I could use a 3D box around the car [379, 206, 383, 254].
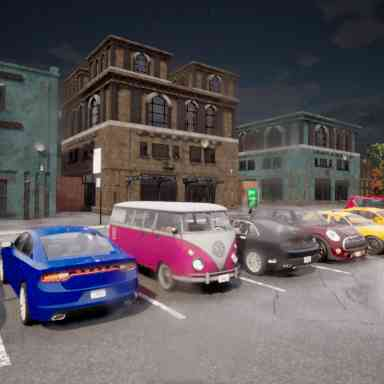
[{"bbox_3d":[6.218,1.478,13.678,1.946,1.575,5.366,0,0,-36],"label":"car"}]

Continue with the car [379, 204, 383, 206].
[{"bbox_3d":[8.370,1.481,15.453,2.097,1.535,5.008,0,0,-36],"label":"car"}]

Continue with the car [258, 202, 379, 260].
[{"bbox_3d":[3.930,1.356,12.308,2.185,1.767,4.553,0,0,-36],"label":"car"}]

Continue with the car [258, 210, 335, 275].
[{"bbox_3d":[1.587,1.483,10.584,2.231,1.521,4.892,0,0,-36],"label":"car"}]

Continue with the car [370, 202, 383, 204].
[{"bbox_3d":[12.898,1.521,18.691,2.002,1.452,4.674,0,0,-36],"label":"car"}]

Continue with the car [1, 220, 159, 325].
[{"bbox_3d":[-2.940,1.480,7.345,2.097,1.535,5.008,0,0,-36],"label":"car"}]

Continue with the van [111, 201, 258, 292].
[{"bbox_3d":[-0.612,1.256,8.874,1.878,1.987,4.442,0,0,-36],"label":"van"}]
